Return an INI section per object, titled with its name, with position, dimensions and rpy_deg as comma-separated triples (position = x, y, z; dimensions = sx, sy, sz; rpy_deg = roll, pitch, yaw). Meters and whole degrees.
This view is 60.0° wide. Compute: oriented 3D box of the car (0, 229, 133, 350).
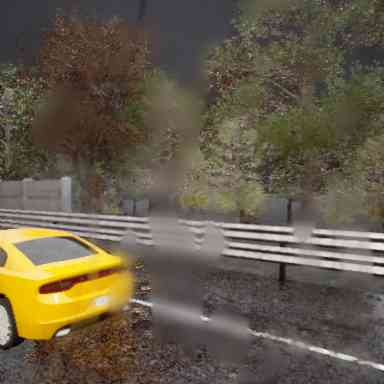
[car]
position = -3.346, 1.446, 6.310
dimensions = 5.008, 1.535, 1.882
rpy_deg = 0, 0, 35
